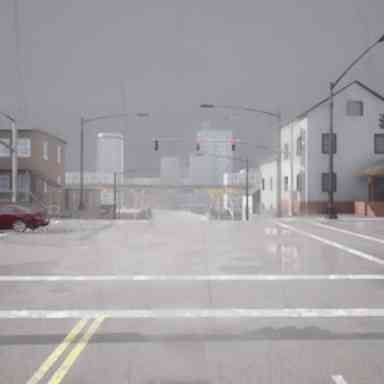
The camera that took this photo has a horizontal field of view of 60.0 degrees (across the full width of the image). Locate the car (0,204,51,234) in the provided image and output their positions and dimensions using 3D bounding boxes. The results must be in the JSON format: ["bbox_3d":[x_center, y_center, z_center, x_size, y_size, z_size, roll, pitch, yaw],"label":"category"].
[{"bbox_3d":[-10.328,1.398,18.003,5.008,1.535,1.882,-1,0,-1],"label":"car"}]

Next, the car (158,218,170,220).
[{"bbox_3d":[-3.632,4.130,44.026,1.882,1.535,5.008,0,-12,-1],"label":"car"}]
